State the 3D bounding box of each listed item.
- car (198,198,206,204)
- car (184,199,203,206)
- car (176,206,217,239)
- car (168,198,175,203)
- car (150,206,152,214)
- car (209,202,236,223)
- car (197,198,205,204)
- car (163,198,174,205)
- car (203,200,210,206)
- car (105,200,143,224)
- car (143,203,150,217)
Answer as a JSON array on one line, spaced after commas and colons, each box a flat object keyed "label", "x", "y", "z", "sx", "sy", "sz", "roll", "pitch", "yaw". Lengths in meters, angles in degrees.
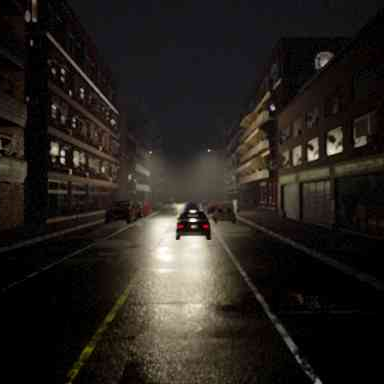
[{"label": "car", "x": 2.510, "y": 2.345, "z": 84.175, "sx": 1.752, "sy": 1.417, "sz": 4.829, "roll": 0, "pitch": -1, "yaw": 0}, {"label": "car", "x": 0.013, "y": 1.927, "z": 40.671, "sx": 1.812, "sy": 1.442, "sz": 4.674, "roll": 0, "pitch": -1, "yaw": 0}, {"label": "car", "x": 0.059, "y": 1.730, "z": 18.368, "sx": 2.033, "sy": 1.411, "sz": 5.357, "roll": 0, "pitch": -1, "yaw": 0}, {"label": "car", "x": -5.895, "y": 2.477, "z": 95.262, "sx": 1.887, "sy": 1.381, "sz": 4.507, "roll": 0, "pitch": -1, "yaw": 0}, {"label": "car", "x": -5.771, "y": 1.932, "z": 38.903, "sx": 1.887, "sy": 1.381, "sz": 4.507, "roll": 0, "pitch": -1, "yaw": 0}, {"label": "car", "x": 2.634, "y": 1.799, "z": 27.816, "sx": 1.752, "sy": 1.417, "sz": 4.829, "roll": 0, "pitch": -1, "yaw": 0}, {"label": "car", "x": 2.498, "y": 2.438, "z": 89.641, "sx": 1.947, "sy": 1.339, "sz": 4.313, "roll": 0, "pitch": -1, "yaw": 0}, {"label": "car", "x": -5.858, "y": 2.320, "z": 78.354, "sx": 2.008, "sy": 1.369, "sz": 4.403, "roll": 0, "pitch": -1, "yaw": 0}, {"label": "car", "x": 2.609, "y": 1.927, "z": 38.917, "sx": 1.887, "sy": 1.381, "sz": 4.507, "roll": 0, "pitch": -1, "yaw": 0}, {"label": "car", "x": -5.746, "y": 1.592, "z": 27.633, "sx": 2.192, "sy": 1.841, "sz": 5.009, "roll": 0, "pitch": -1, "yaw": 0}, {"label": "car", "x": -5.759, "y": 1.772, "z": 33.267, "sx": 1.967, "sy": 1.590, "sz": 4.097, "roll": 0, "pitch": -1, "yaw": 0}]
